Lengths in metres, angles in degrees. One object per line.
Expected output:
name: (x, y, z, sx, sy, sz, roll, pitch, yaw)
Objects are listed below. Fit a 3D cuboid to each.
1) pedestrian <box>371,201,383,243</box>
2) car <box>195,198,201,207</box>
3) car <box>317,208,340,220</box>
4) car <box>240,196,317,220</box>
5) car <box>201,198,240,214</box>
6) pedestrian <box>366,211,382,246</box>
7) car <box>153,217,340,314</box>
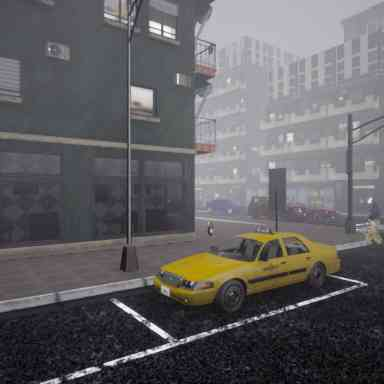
pedestrian: (7.956, 1.293, 14.376, 0.375, 1.860, 0.375, 0, 0, -36)
car: (-0.042, 1.464, 48.667, 1.802, 1.307, 4.206, 0, 0, -36)
car: (9.057, 1.551, 26.251, 1.895, 1.301, 4.718, 0, 0, -37)
car: (6.463, 1.263, 25.398, 2.192, 1.841, 5.009, 0, 0, -36)
car: (3.462, 1.399, 33.952, 1.882, 1.535, 5.008, 0, 0, -36)
pedestrian: (7.543, 1.573, 13.861, 0.375, 1.300, 0.375, 0, 0, -36)
car: (1.464, 1.525, 7.605, 4.829, 1.417, 1.752, 0, 0, -36)
